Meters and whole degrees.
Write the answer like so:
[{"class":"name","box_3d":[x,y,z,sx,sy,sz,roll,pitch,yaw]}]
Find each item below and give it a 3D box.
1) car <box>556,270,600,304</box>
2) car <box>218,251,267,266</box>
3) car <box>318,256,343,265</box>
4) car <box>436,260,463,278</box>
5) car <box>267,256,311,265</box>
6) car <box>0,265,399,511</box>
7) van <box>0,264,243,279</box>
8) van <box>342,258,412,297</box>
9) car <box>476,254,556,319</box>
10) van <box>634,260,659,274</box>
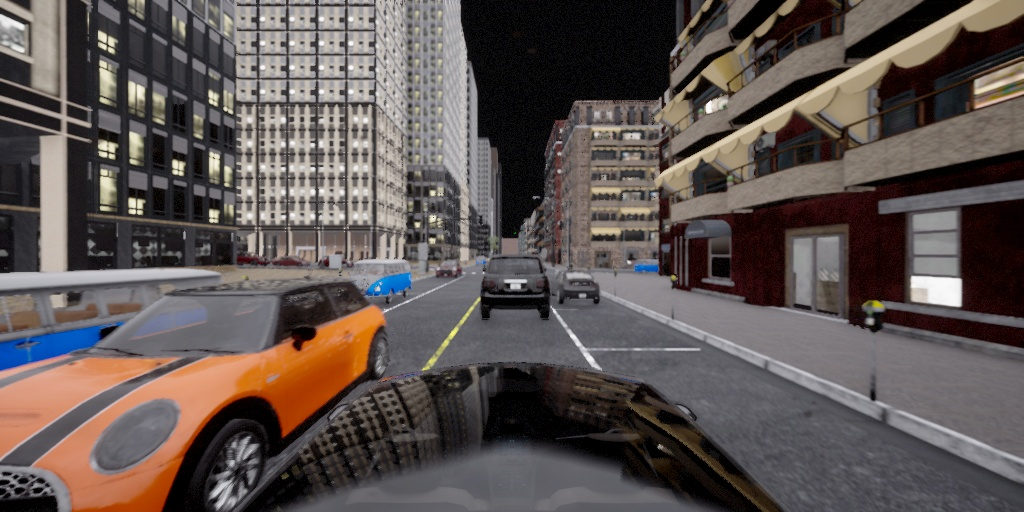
[{"class":"car","box_3d":[2.688,1.263,15.830,2.007,1.370,4.403,0,0,0]},{"class":"car","box_3d":[-32.303,0.371,43.511,5.009,1.841,2.192,0,0,0]},{"class":"car","box_3d":[-21.154,0.712,43.539,4.097,1.591,1.967,0,0,0]},{"class":"car","box_3d":[-5.696,1.110,32.775,1.967,1.591,4.097,0,0,0]},{"class":"car","box_3d":[-26.728,0.746,43.525,4.207,1.307,1.802,0,0,0]},{"class":"car","box_3d":[-3.101,1.095,4.093,2.097,1.767,4.553,0,0,0]},{"class":"van","box_3d":[-5.691,1.082,4.532,1.690,1.789,3.998,0,0,0]},{"class":"van","box_3d":[-5.693,1.053,15.829,1.690,1.789,3.998,0,0,0]},{"class":"car","box_3d":[0.097,0.943,12.827,2.150,2.045,5.566,0,0,0]},{"class":"van","box_3d":[16.905,1.350,43.496,3.998,1.789,1.690,0,0,0]}]
